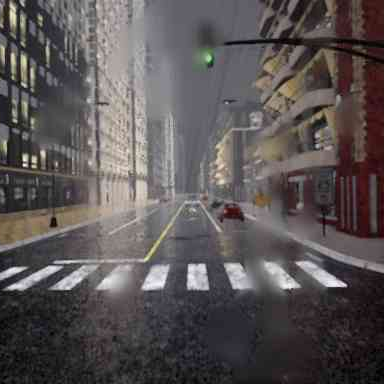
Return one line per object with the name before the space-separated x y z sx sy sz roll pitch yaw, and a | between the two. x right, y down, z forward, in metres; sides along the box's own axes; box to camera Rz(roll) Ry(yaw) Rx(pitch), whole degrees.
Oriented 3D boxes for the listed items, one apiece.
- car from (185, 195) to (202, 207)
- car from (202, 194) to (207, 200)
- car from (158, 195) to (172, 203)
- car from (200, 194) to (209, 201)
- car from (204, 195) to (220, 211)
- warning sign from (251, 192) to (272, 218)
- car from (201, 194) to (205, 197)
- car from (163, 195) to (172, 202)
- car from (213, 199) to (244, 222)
car | 0.053 1.453 46.918 1.895 1.301 4.718 -1 0 0
car | 2.736 1.359 42.850 2.008 1.369 4.403 -1 0 0
car | -5.610 1.475 65.457 2.008 1.369 4.403 -1 0 0
car | 2.783 1.175 76.742 1.967 1.590 4.097 -1 0 0
car | 2.727 1.373 37.202 2.008 1.369 4.403 -1 0 0
warning sign | 5.073 0.921 24.395 1.300 1.860 1.060 -1 0 0
car | 2.778 1.328 71.093 1.802 1.307 4.206 -1 0 0
car | -5.594 1.447 76.755 1.887 1.381 4.507 -1 0 0
car | 2.759 1.435 24.285 1.802 1.307 4.206 -1 0 0
